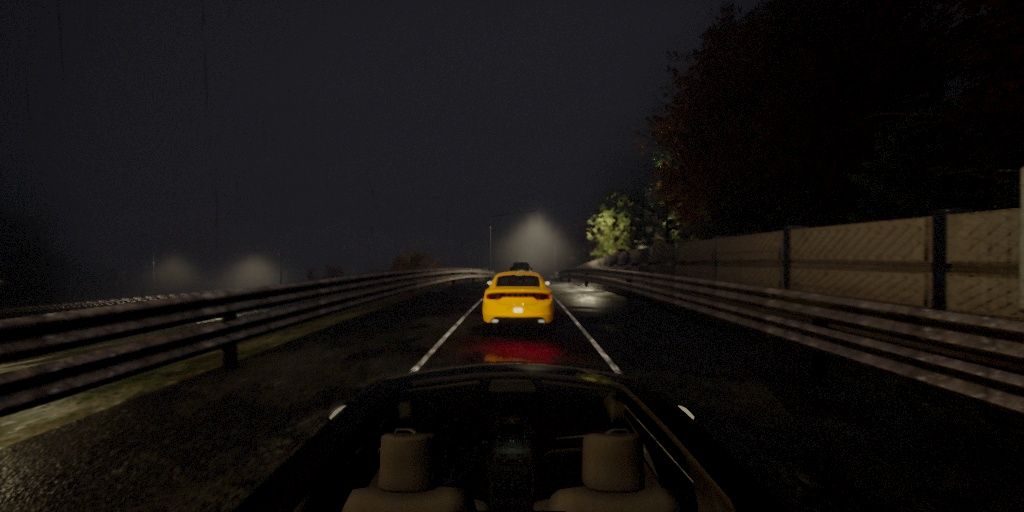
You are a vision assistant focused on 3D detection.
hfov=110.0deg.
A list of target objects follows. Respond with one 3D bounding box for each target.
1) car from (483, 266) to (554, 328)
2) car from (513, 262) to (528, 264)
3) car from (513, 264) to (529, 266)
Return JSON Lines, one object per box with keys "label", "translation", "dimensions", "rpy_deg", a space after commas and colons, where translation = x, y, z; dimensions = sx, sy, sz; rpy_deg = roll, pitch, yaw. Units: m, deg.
{"label": "car", "translation": [0.203, 1.213, 11.300], "dimensions": [1.882, 1.535, 5.008], "rpy_deg": [0, -1, 1]}
{"label": "car", "translation": [0.996, 1.773, 38.408], "dimensions": [2.150, 2.045, 5.566], "rpy_deg": [0, -3, 3]}
{"label": "car", "translation": [0.542, 1.477, 25.283], "dimensions": [2.128, 1.511, 4.902], "rpy_deg": [0, -2, 1]}
